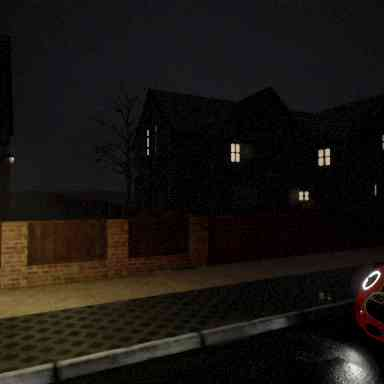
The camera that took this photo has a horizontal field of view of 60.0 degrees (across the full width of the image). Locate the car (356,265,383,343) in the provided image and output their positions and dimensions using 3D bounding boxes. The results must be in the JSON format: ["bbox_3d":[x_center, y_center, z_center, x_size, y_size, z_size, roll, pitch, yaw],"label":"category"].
[{"bbox_3d":[4.771,1.336,5.204,4.553,1.767,2.097,0,0,-26],"label":"car"}]
